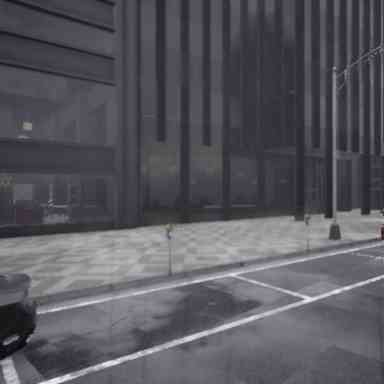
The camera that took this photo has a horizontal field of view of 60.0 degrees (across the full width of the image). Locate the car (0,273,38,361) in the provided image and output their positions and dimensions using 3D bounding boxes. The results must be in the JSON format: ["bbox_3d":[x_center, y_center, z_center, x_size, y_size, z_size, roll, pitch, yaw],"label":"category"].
[{"bbox_3d":[-4.098,1.558,3.609,4.403,1.369,2.008,0,0,-35],"label":"car"}]

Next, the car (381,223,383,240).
[{"bbox_3d":[9.681,1.228,13.425,5.009,1.841,2.192,0,0,-35],"label":"car"}]
